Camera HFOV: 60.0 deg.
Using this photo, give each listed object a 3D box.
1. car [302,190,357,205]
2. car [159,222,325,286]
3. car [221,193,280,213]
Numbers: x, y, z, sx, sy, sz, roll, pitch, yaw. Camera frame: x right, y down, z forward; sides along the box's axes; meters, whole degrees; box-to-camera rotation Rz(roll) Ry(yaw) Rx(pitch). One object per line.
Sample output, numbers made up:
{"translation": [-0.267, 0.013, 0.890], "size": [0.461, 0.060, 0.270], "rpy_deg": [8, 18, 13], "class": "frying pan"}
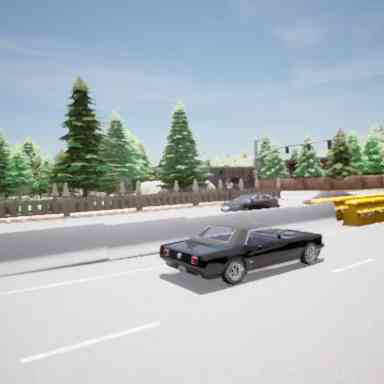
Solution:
{"translation": [9.925, 0.670, 23.871], "size": [5.008, 1.535, 1.882], "rpy_deg": [-3, 2, -35], "class": "car"}
{"translation": [1.573, 1.477, 9.164], "size": [4.718, 1.301, 1.895], "rpy_deg": [-2, 1, -35], "class": "car"}
{"translation": [4.269, 0.891, 24.184], "size": [4.902, 1.511, 2.128], "rpy_deg": [-3, 2, -35], "class": "car"}
